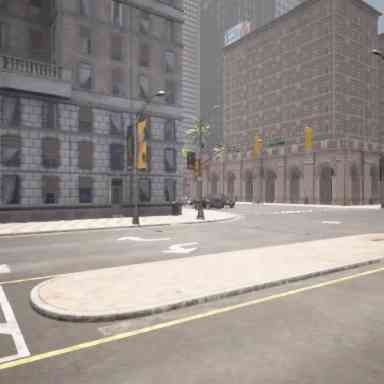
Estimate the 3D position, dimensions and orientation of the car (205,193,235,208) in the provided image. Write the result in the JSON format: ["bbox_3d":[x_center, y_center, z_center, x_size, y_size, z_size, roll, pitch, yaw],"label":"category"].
[{"bbox_3d":[3.825,1.221,47.901,2.150,2.045,5.566,0,0,-35],"label":"car"}]

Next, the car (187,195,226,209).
[{"bbox_3d":[1.850,1.478,44.629,1.882,1.535,5.008,0,0,-35],"label":"car"}]

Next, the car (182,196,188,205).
[{"bbox_3d":[-1.805,1.491,56.212,2.128,1.511,4.902,0,0,-34],"label":"car"}]
